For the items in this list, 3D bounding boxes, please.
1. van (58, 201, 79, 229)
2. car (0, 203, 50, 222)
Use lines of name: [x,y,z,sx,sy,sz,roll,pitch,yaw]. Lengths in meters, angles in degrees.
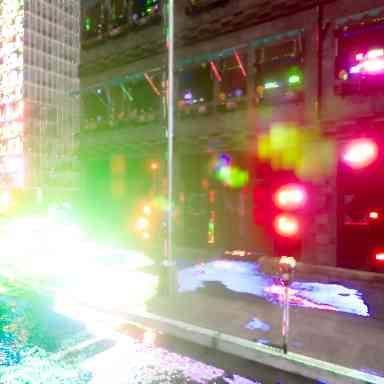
van: [-7.049,1.465,22.596,1.690,1.788,3.998,1,1,35]
car: [-13.892,1.608,27.440,1.947,1.339,4.313,1,1,35]
